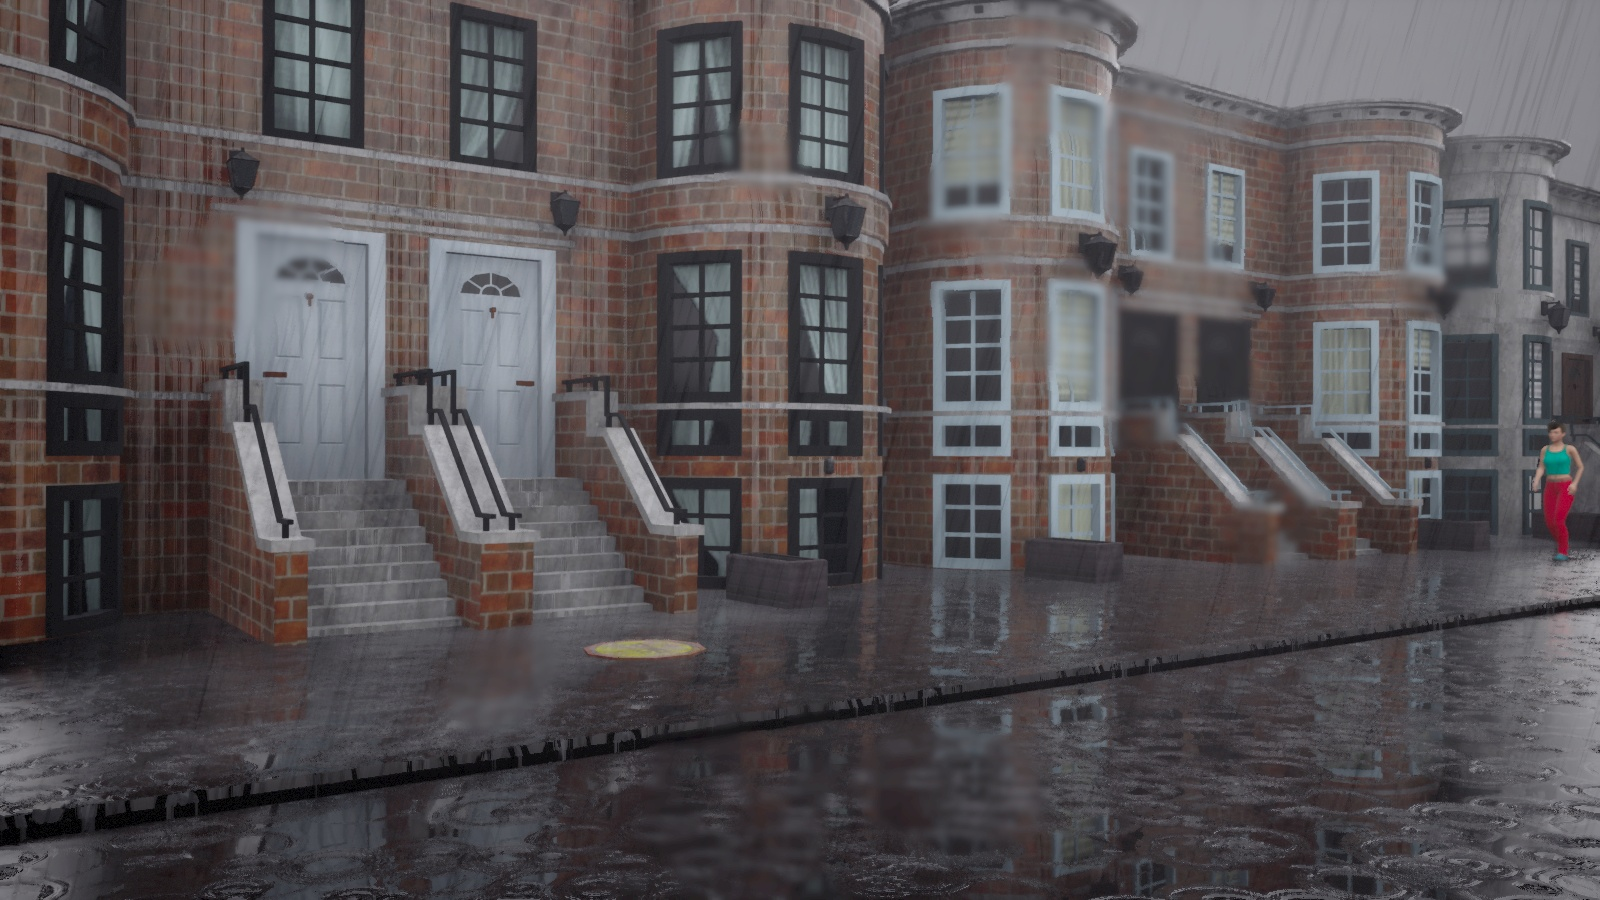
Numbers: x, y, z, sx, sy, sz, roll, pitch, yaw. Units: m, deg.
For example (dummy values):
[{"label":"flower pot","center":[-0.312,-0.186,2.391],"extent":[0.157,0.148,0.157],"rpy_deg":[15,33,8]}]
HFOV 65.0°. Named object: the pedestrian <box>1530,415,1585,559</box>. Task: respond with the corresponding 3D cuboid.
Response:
[{"label":"pedestrian","center":[9.846,0.473,16.323],"extent":[0.594,1.836,0.345],"rpy_deg":[0,0,-28]}]
